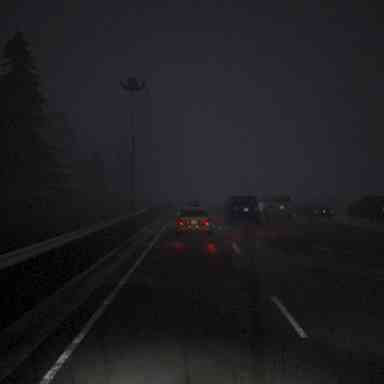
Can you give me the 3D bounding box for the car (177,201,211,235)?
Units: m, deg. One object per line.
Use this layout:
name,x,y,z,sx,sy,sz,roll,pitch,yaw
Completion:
car,0.105,1.495,18.866,1.801,1.575,5.366,0,0,0

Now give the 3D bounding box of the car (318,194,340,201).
car,22.936,1.330,56.073,3.866,1.878,1.905,0,0,0

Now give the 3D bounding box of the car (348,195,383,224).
car,14.107,1.275,25.415,2.150,2.045,5.566,0,0,0

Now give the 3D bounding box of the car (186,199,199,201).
car,0.114,1.666,49.208,1.994,1.385,4.181,0,0,0

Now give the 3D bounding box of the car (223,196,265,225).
car,3.609,1.274,24.804,2.150,2.045,5.566,0,0,0

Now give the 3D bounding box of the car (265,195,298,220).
car,7.110,1.282,29.021,2.150,2.045,5.566,0,0,0

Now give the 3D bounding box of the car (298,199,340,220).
car,10.606,1.608,29.157,2.033,1.411,5.357,0,0,0
